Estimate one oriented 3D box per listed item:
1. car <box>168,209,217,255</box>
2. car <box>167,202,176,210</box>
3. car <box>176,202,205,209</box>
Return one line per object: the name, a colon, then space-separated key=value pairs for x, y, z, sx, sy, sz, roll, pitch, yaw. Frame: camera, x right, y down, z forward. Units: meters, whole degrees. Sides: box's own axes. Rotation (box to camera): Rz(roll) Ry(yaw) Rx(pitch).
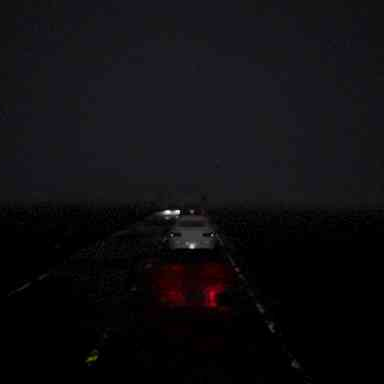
car: x=0.026 y=1.670 z=13.916 sx=1.812 sy=1.442 sz=4.674 roll=0 pitch=0 yaw=1
car: x=-2.769 y=2.110 z=50.815 sx=1.895 sy=1.301 sz=4.718 roll=0 pitch=-1 yaw=0
car: x=0.022 y=1.641 z=28.439 sx=2.097 sy=1.767 sz=4.553 roll=0 pitch=-1 yaw=0
